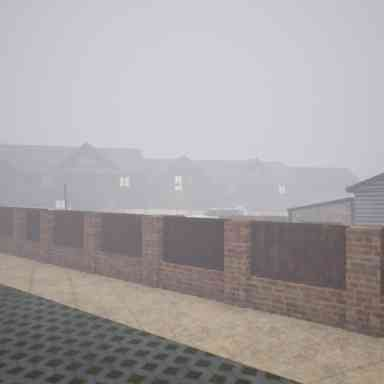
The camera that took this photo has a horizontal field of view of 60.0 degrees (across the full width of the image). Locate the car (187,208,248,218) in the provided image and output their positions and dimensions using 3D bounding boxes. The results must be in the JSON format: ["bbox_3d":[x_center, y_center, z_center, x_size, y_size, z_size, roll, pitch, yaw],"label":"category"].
[{"bbox_3d":[2.094,2.303,27.203,5.566,2.045,2.150,2,-2,-22],"label":"car"}]

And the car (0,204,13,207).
[{"bbox_3d":[-10.874,1.671,18.683,5.566,2.045,2.150,2,-2,-23],"label":"car"}]
